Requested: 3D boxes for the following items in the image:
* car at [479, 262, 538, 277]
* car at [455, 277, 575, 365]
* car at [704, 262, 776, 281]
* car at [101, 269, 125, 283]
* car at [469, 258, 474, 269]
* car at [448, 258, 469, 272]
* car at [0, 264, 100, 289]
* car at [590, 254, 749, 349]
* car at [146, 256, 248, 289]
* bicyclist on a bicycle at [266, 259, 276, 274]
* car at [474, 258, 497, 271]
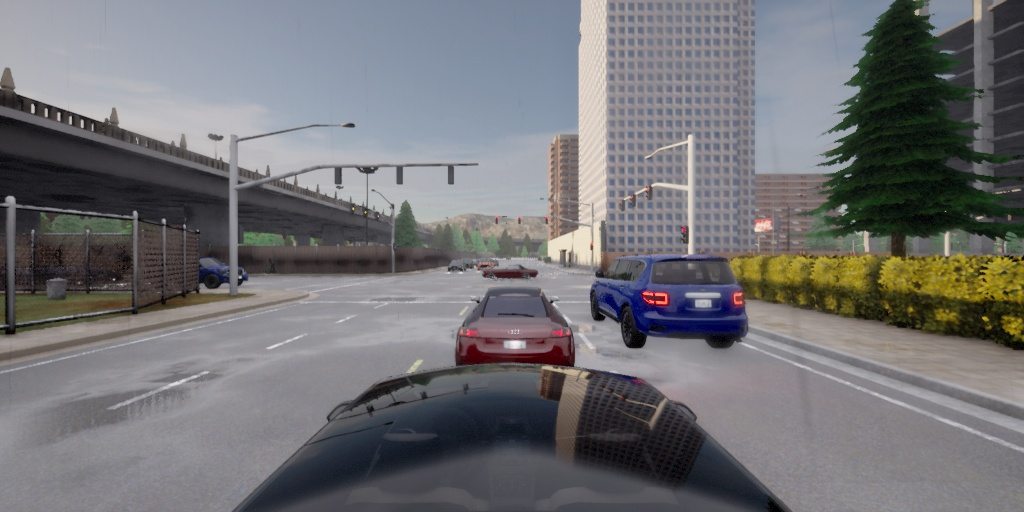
[{"bbox_3d":[-0.188,1.377,30.410,4.718,1.301,1.895,0,0,0],"label":"car"},{"bbox_3d":[0.062,1.314,7.447,1.994,1.385,4.181,0,0,0],"label":"car"},{"bbox_3d":[19.301,1.305,30.455,4.892,1.490,1.837,-1,0,0],"label":"car"},{"bbox_3d":[-32.204,1.352,26.635,5.357,1.411,2.033,0,0,0],"label":"car"},{"bbox_3d":[-7.101,1.100,55.557,2.097,1.767,4.553,0,0,0],"label":"car"},{"bbox_3d":[-7.103,1.253,46.673,1.837,1.490,4.892,0,0,0],"label":"car"},{"bbox_3d":[-30.548,1.352,23.139,5.357,1.411,2.033,0,0,0],"label":"car"},{"bbox_3d":[3.567,0.971,9.313,2.150,2.045,5.566,0,0,1],"label":"car"},{"bbox_3d":[-20.327,1.027,23.163,5.566,2.045,2.150,0,0,0],"label":"car"},{"bbox_3d":[-25.305,1.105,37.634,0.582,1.620,1.656,0,0,0],"label":"bicyclist on a bicycle"},{"bbox_3d":[-3.597,1.100,49.816,2.097,1.767,4.553,0,0,0],"label":"car"}]
